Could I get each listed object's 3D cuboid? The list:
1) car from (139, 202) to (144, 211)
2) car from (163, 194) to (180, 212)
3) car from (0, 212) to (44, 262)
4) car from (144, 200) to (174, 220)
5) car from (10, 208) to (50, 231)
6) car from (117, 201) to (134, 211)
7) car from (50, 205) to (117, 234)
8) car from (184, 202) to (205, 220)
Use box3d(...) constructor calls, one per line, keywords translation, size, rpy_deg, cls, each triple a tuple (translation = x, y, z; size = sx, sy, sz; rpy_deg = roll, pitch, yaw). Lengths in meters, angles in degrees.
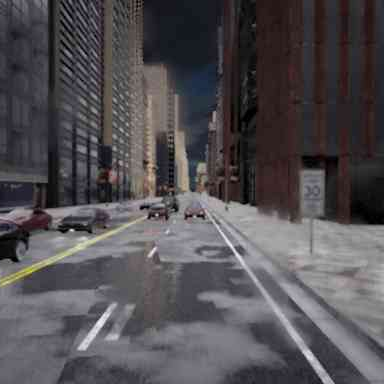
box3d(translation=(-6.174, 1.989, 46.596), size=(1.895, 1.301, 4.718), rpy_deg=(0, 0, 0), cls="car")
box3d(translation=(-2.885, 1.587, 44.913), size=(2.150, 2.045, 5.566), rpy_deg=(0, 0, 1), cls="car")
box3d(translation=(-6.541, 1.552, 9.628), size=(2.128, 1.511, 4.902), rpy_deg=(0, 0, 0), cls="car")
box3d(translation=(-2.979, 1.753, 31.028), size=(1.837, 1.490, 4.892), rpy_deg=(0, -1, 1), cls="car")
box3d(translation=(-9.714, 1.656, 19.356), size=(1.812, 1.442, 4.674), rpy_deg=(0, 0, 0), cls="car")
box3d(translation=(-9.424, 1.978, 46.620), size=(1.895, 1.301, 4.718), rpy_deg=(0, 0, 0), cls="car")
box3d(translation=(-6.457, 1.698, 20.569), size=(2.033, 1.411, 5.357), rpy_deg=(0, 0, 0), cls="car")
box3d(translation=(0.269, 1.859, 30.944), size=(1.895, 1.301, 4.718), rpy_deg=(0, 0, 1), cls="car")
